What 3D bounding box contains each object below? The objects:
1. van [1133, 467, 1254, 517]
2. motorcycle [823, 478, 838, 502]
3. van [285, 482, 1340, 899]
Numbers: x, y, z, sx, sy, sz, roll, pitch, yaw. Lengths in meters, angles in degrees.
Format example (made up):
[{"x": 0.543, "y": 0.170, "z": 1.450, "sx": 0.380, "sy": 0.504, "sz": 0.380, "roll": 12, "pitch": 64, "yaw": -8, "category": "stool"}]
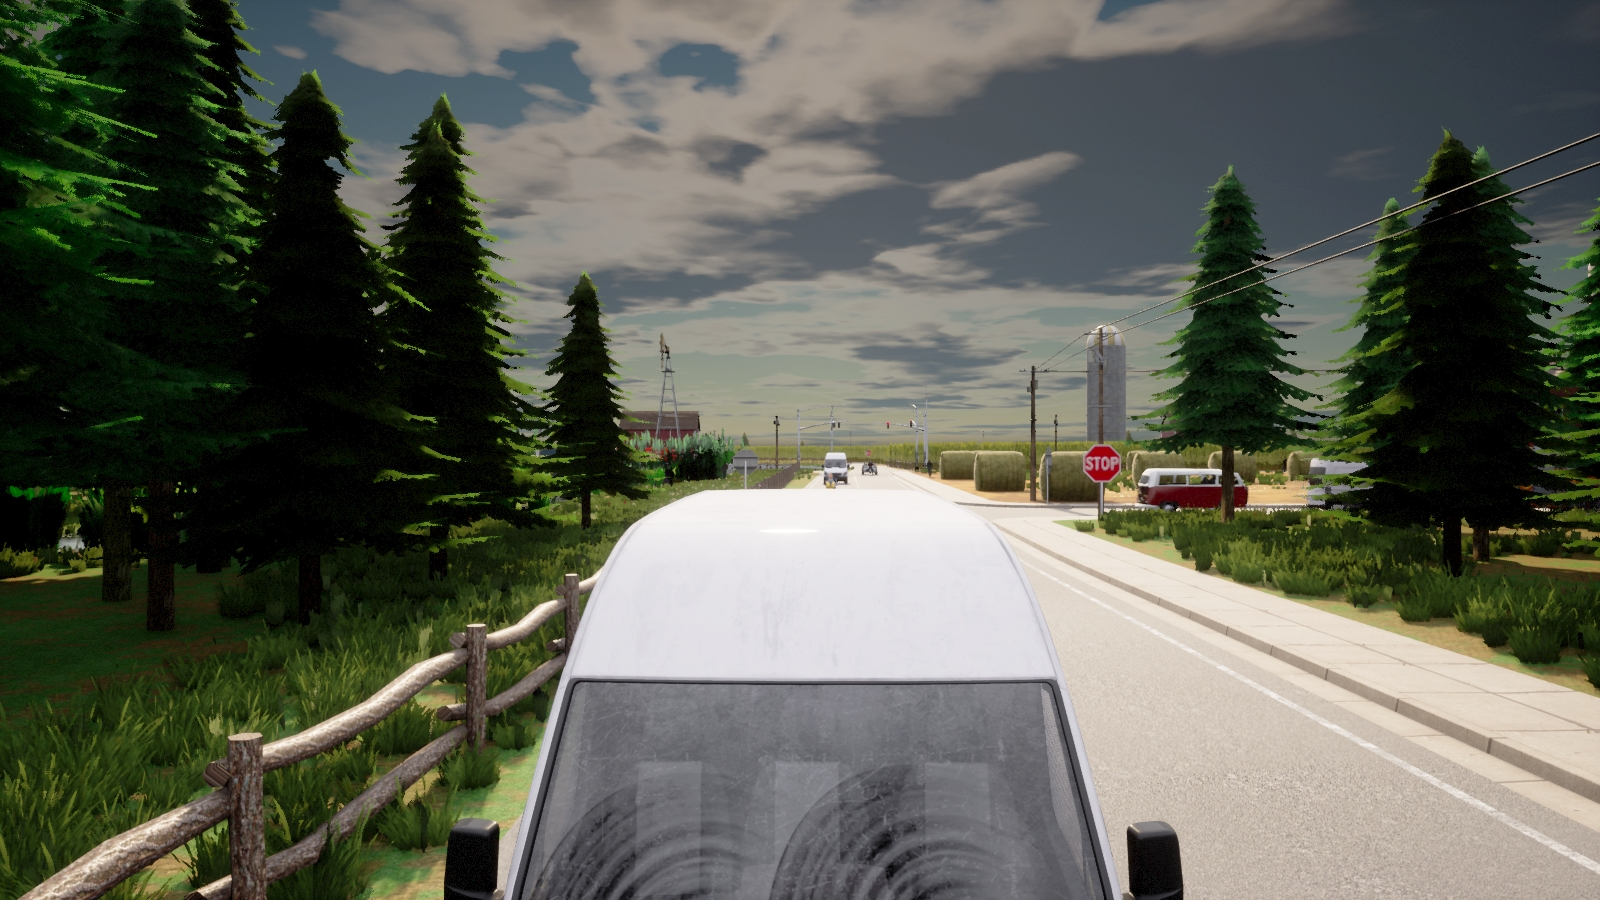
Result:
[{"x": 16.838, "y": 1.785, "z": 49.041, "sx": 4.480, "sy": 2.038, "sz": 2.069, "roll": 0, "pitch": 0, "yaw": 0, "category": "van"}, {"x": 1.654, "y": 2.151, "z": 61.879, "sx": 0.803, "sy": 1.199, "sz": 2.033, "roll": 0, "pitch": 0, "yaw": 2, "category": "motorcycle"}, {"x": 0.056, "y": 1.508, "z": 5.110, "sx": 1.988, "sy": 2.561, "sz": 5.915, "roll": 0, "pitch": 0, "yaw": 1, "category": "van"}]
